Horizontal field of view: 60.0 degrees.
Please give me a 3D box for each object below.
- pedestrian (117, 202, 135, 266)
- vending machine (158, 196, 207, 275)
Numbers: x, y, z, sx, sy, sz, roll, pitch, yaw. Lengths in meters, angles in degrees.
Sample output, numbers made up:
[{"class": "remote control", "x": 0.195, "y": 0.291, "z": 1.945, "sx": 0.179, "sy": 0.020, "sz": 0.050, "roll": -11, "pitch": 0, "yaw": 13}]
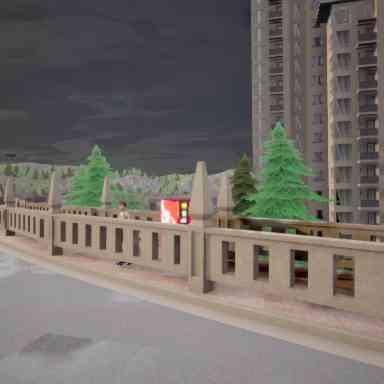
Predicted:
[{"class": "pedestrian", "x": -1.908, "y": 1.135, "z": 9.312, "sx": 0.375, "sy": 1.860, "sz": 0.375, "roll": -1, "pitch": -1, "yaw": 41}, {"class": "vending machine", "x": -0.263, "y": 1.188, "z": 9.718, "sx": 0.880, "sy": 2.100, "sz": 1.100, "roll": -1, "pitch": 0, "yaw": 40}]
